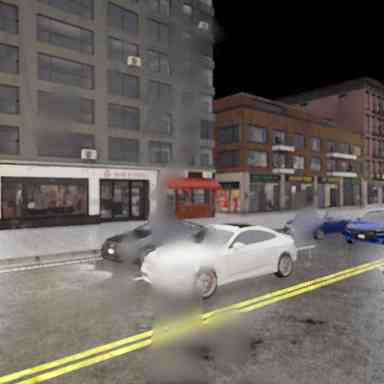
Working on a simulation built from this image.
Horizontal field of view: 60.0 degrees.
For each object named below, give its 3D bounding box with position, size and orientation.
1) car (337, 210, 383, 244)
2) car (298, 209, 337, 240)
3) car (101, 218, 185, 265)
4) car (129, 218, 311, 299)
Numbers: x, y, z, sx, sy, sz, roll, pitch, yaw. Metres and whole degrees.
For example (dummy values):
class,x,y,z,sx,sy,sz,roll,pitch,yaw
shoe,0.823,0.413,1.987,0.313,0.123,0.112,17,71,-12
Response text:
class,x,y,z,sx,sy,sz,roll,pitch,yaw
car,8.991,1.583,15.437,5.008,1.535,1.882,0,0,-39
car,6.874,1.643,17.900,4.674,1.442,1.812,0,0,-40
car,-0.925,1.629,11.404,4.181,1.385,1.994,0,0,-40
car,0.942,1.577,8.734,4.674,1.442,1.812,0,0,-39
